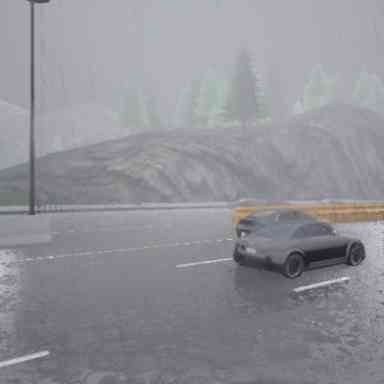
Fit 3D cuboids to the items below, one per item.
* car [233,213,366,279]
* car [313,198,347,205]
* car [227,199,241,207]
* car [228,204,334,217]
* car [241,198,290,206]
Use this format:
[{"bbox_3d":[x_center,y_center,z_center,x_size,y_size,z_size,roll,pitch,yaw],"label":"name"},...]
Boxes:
[{"bbox_3d":[3.270,1.534,9.956,4.181,1.385,1.994,0,0,-33],"label":"car"},{"bbox_3d":[15.030,1.424,36.420,4.674,1.442,1.812,0,0,-26],"label":"car"},{"bbox_3d":[6.468,1.399,39.980,4.674,1.442,1.812,0,0,-27],"label":"car"},{"bbox_3d":[4.179,1.461,14.619,4.892,1.490,1.837,0,0,-31],"label":"car"},{"bbox_3d":[8.537,1.434,37.118,5.357,1.411,2.033,0,0,-27],"label":"car"}]
